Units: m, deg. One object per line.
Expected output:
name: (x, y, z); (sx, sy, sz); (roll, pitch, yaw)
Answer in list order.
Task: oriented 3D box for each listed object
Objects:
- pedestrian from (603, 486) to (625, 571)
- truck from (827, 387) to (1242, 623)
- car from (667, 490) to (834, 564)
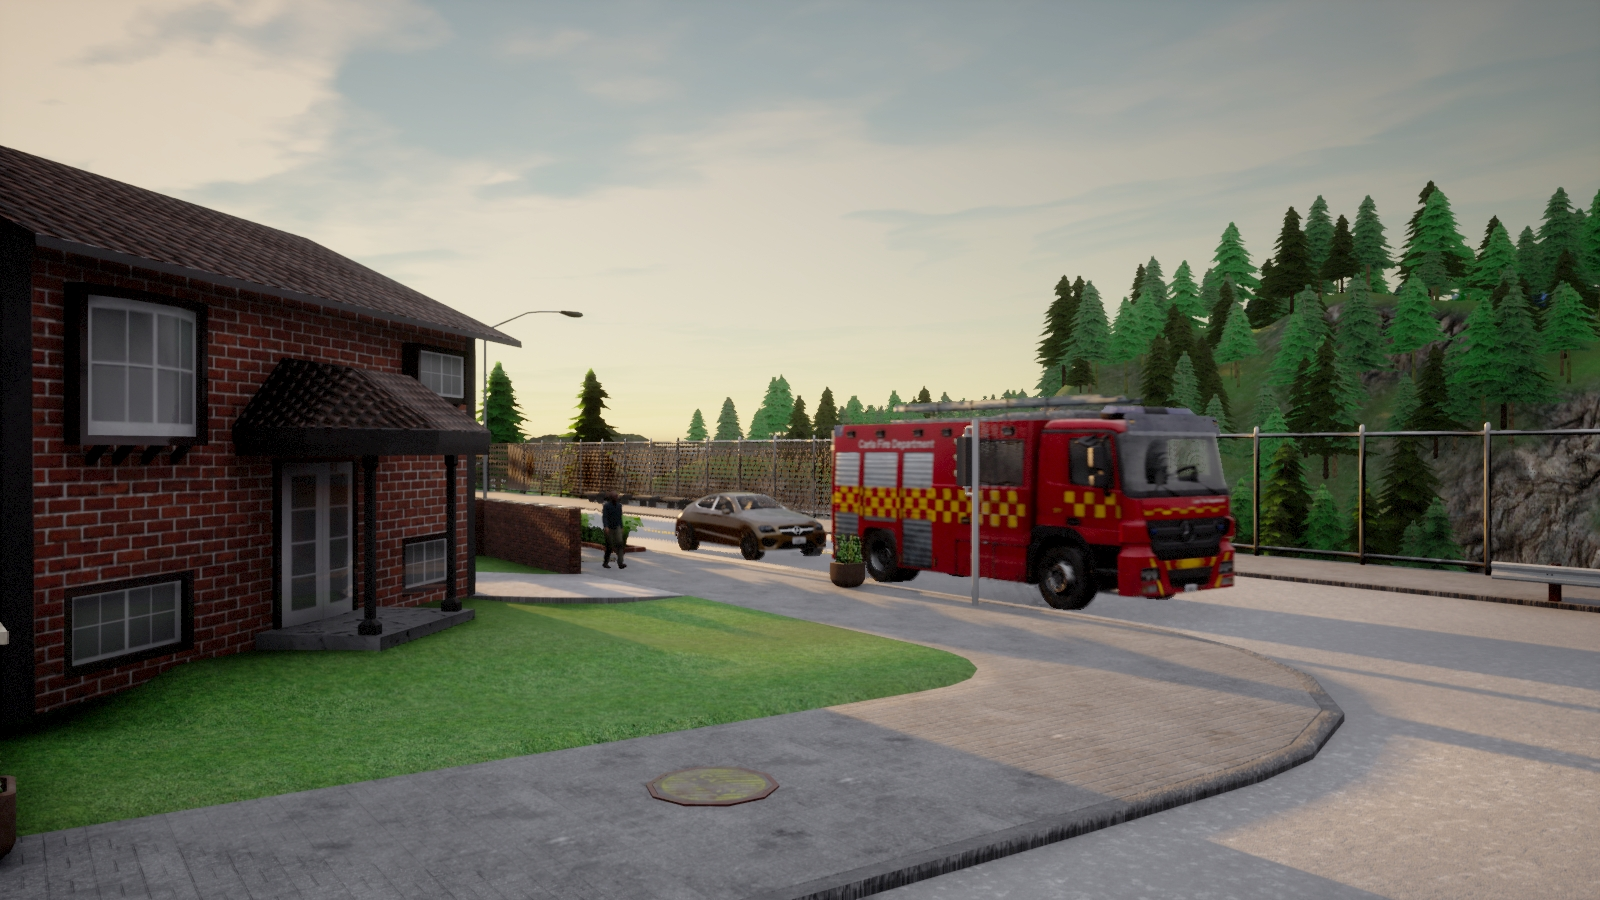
pedestrian: (-4.155, 1.745, 25.532); (0.375, 1.860, 0.375); (0, 0, -35)
truck: (4.199, 0.891, 22.813); (2.891, 3.827, 8.468); (0, 0, -35)
car: (-1.457, 1.992, 30.921); (2.152, 1.651, 5.027); (0, 0, -35)
